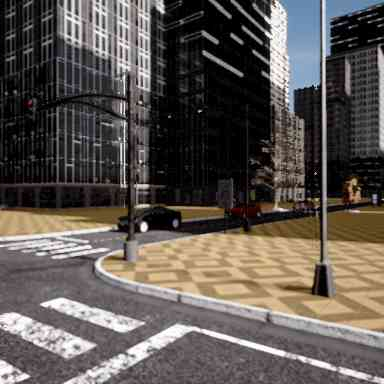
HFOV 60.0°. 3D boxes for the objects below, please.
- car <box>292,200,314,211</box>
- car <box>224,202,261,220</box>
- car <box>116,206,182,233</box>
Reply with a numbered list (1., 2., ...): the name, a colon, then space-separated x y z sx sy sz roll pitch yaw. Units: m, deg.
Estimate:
1. car: 15.547 1.877 46.259 1.812 1.442 4.674 0 -1 37
2. car: 4.976 1.755 32.189 1.882 1.535 5.008 0 0 37
3. car: -2.709 1.699 21.898 1.882 1.535 5.008 0 0 36
